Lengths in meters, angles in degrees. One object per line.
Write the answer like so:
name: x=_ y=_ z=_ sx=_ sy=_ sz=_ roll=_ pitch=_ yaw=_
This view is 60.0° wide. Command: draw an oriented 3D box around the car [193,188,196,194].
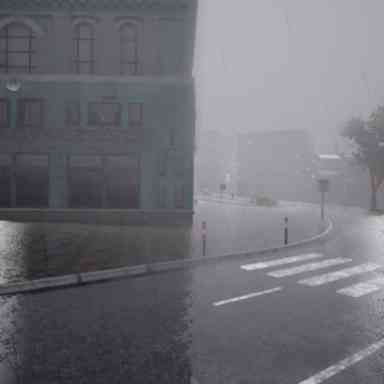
car: x=0.601 y=-0.139 z=70.420 sx=2.002 sy=1.452 sz=4.674 roll=6 pitch=2 yaw=11

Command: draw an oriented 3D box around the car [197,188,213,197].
car: x=3.183 y=0.126 z=68.832 sx=2.231 sy=1.521 sz=4.892 roll=6 pitch=2 yaw=11
